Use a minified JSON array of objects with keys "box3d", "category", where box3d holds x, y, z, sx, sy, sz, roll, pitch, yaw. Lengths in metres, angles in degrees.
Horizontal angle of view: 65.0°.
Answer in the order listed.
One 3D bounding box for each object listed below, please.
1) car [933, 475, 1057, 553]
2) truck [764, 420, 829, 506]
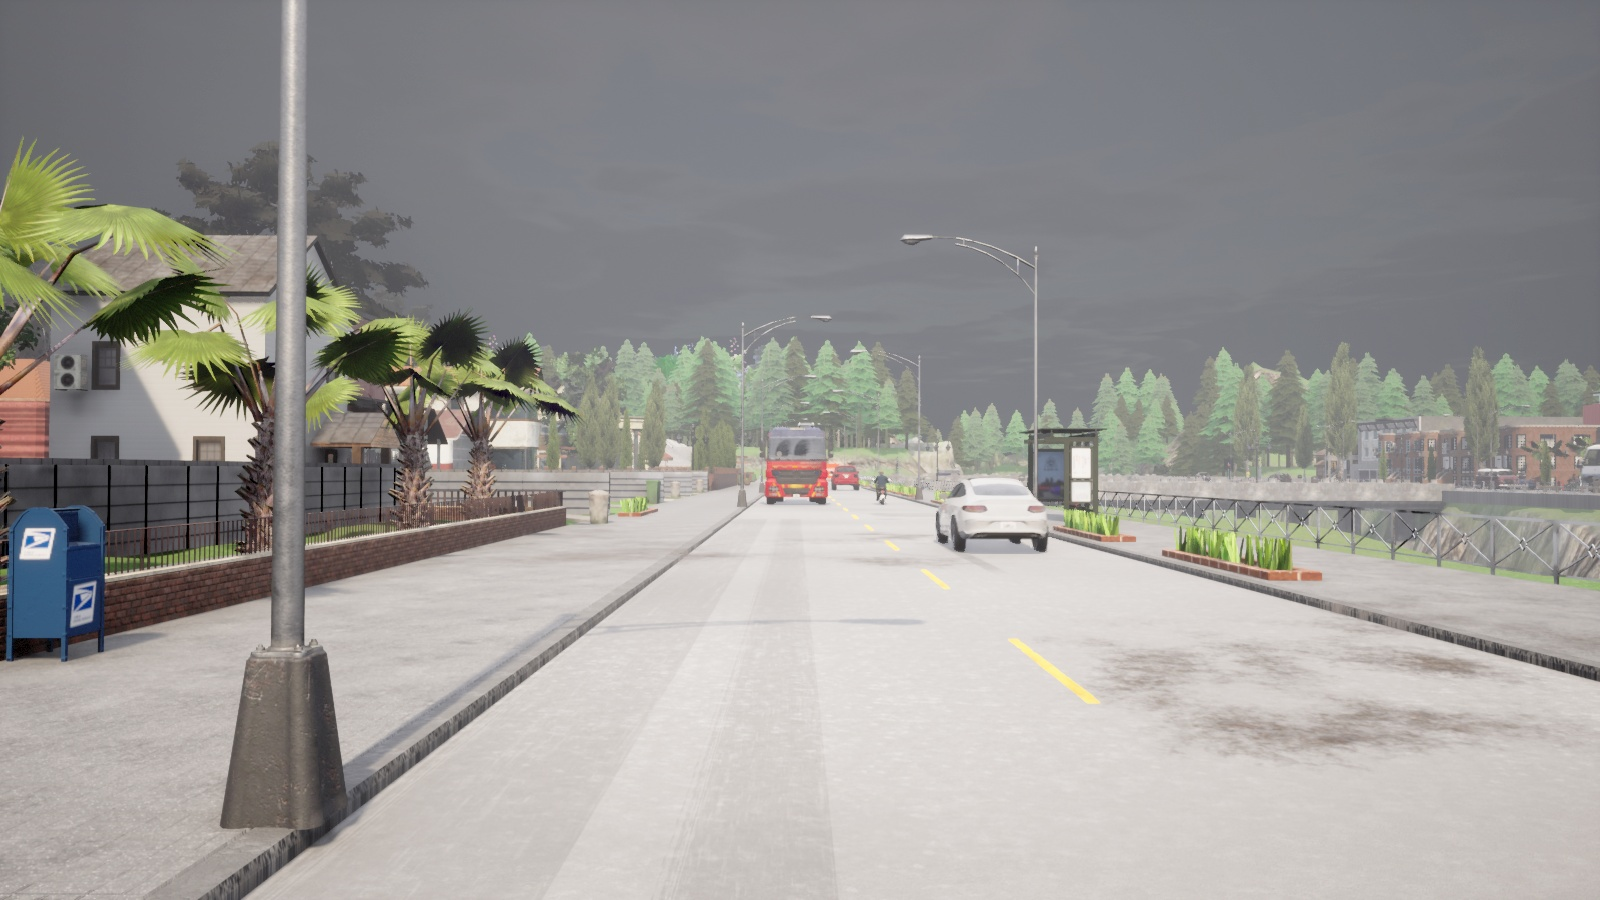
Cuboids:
[{"box3d":[3.934,1.261,26.066,1.812,1.442,4.674,0,-1,0],"category":"car"},{"box3d":[-0.157,0.660,60.263,2.891,3.827,8.468,0,-1,0],"category":"truck"}]
